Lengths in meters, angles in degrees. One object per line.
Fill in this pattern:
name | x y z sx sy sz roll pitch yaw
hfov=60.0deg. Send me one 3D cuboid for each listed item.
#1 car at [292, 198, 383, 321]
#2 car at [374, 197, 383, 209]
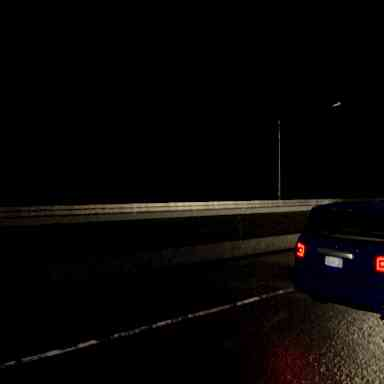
car | 4.452 1.215 6.917 5.566 2.045 2.150 0 0 -36
car | 26.298 1.465 44.133 4.892 1.490 1.837 0 0 -35
